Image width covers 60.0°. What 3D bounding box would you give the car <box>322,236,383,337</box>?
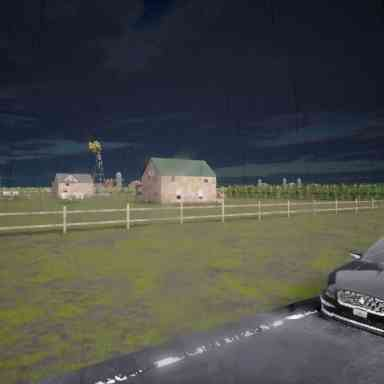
[{"bbox_3d":[4.409,1.503,6.228,4.892,1.490,1.837,0,0,-36],"label":"car"}]
